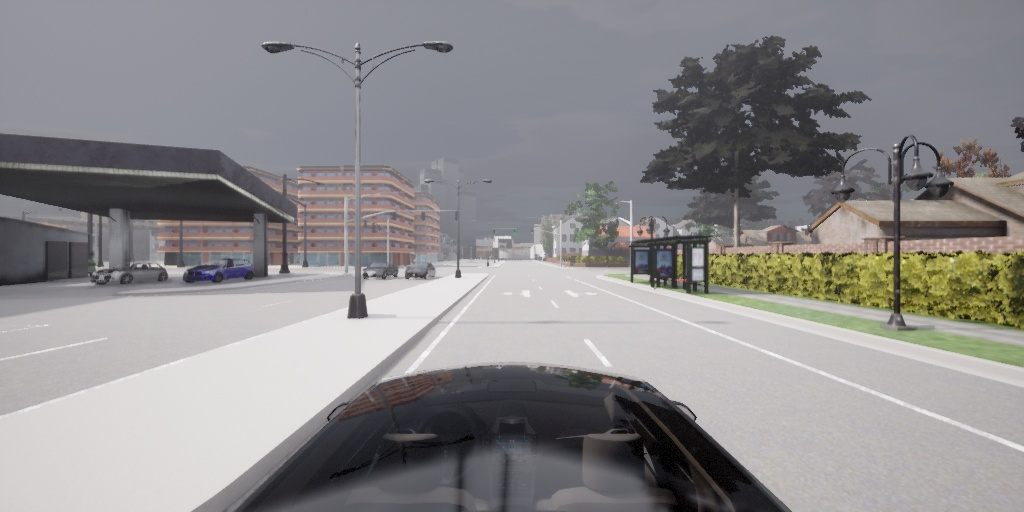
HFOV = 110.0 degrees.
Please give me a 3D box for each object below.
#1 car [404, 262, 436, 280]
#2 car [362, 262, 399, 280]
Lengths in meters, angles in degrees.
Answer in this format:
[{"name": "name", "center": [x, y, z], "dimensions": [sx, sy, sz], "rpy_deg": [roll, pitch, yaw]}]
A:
[{"name": "car", "center": [-8.000, 1.307, 31.600], "dimensions": [1.837, 1.490, 4.892], "rpy_deg": [0, 0, 0]}, {"name": "car", "center": [-11.500, 1.268, 31.600], "dimensions": [2.128, 1.511, 4.902], "rpy_deg": [0, 0, 0]}]
